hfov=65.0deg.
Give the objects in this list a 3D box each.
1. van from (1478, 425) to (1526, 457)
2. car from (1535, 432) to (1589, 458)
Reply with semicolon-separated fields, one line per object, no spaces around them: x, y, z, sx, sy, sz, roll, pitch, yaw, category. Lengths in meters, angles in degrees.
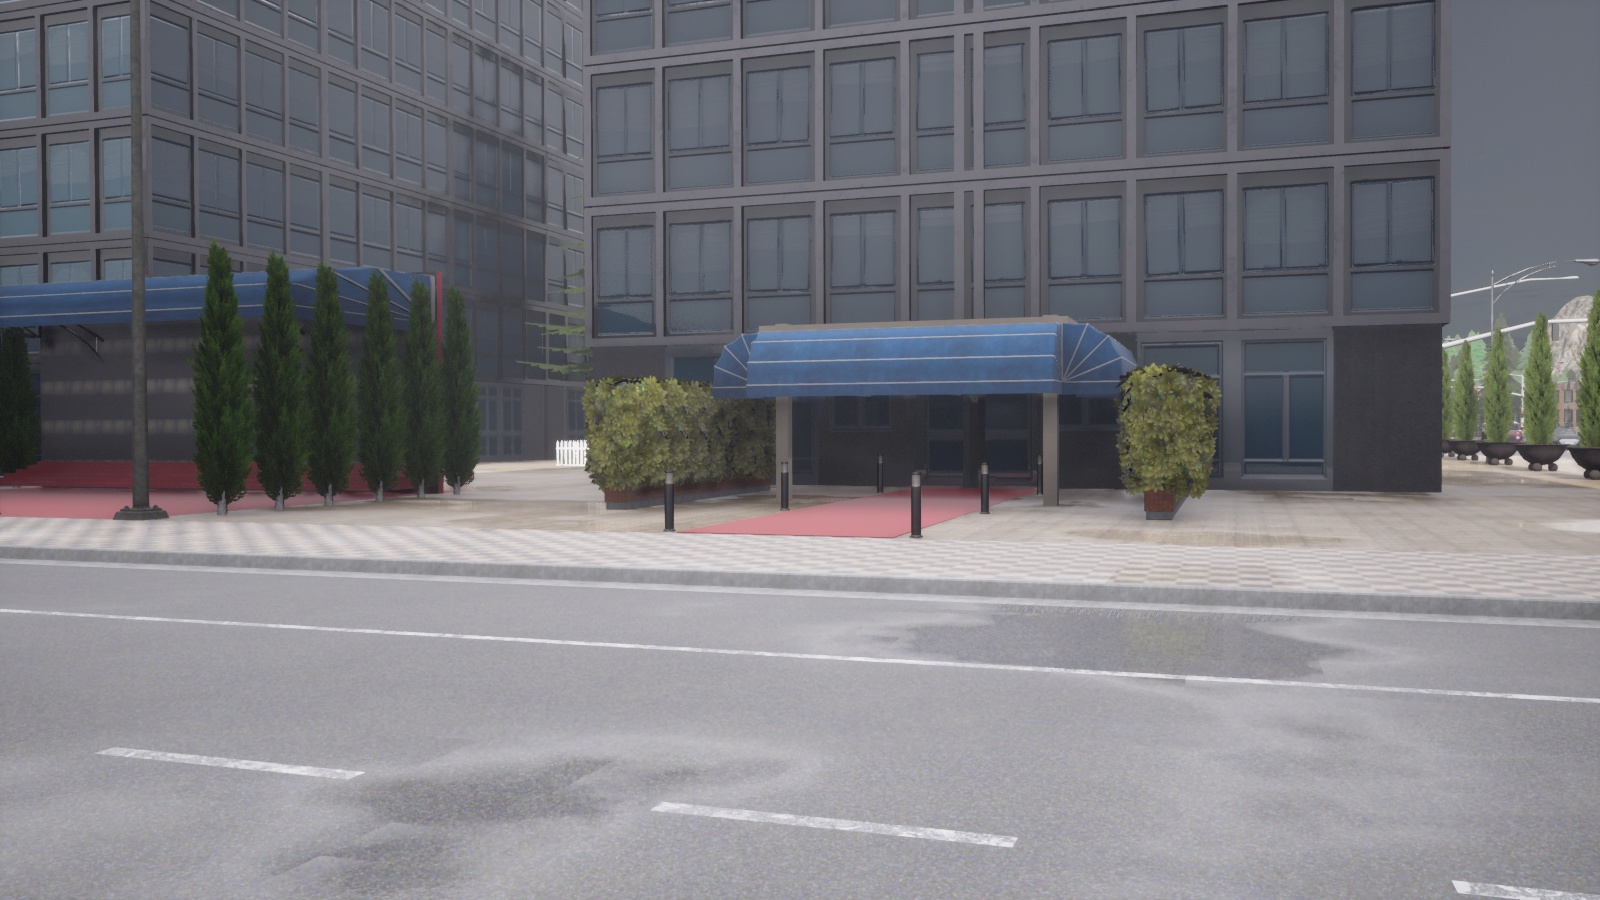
46.652;-0.609;83.531;2.069;2.038;4.480;1;1;19;van
49.963;-0.375;82.400;2.033;1.649;4.856;1;1;19;car
